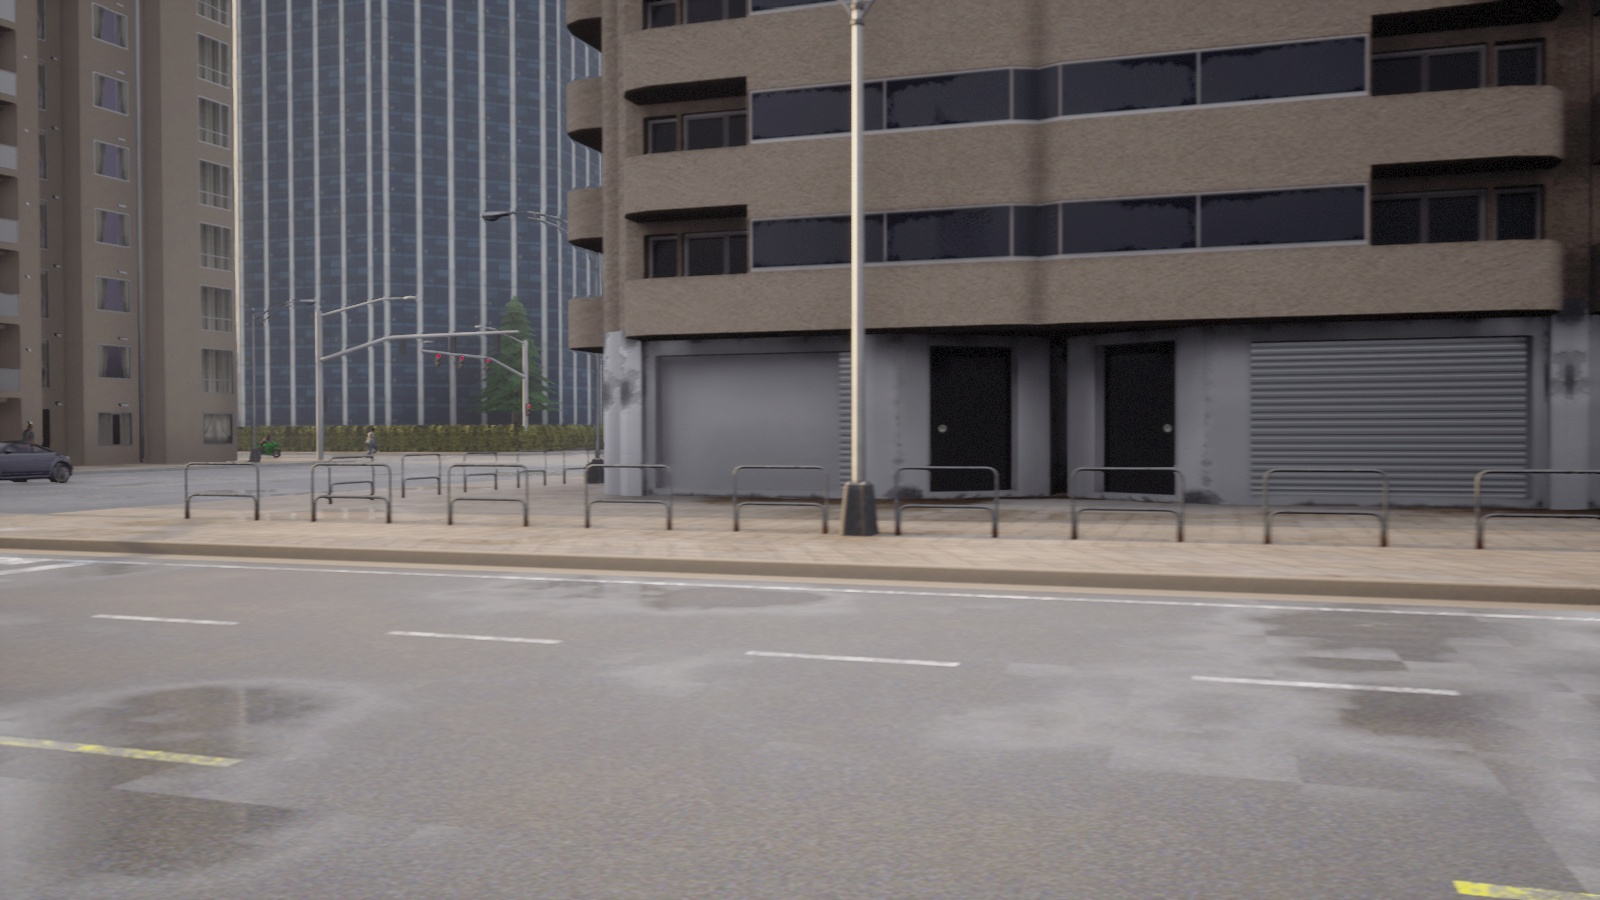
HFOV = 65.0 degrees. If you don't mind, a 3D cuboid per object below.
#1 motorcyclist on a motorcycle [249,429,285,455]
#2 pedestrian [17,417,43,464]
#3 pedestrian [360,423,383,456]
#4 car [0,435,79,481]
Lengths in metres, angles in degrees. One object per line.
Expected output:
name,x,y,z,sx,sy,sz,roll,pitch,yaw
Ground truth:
motorcyclist on a motorcycle,-32.730,-0.494,77.091,2.044,1.523,0.797,1,1,18
pedestrian,-30.898,-0.382,50.373,0.540,1.848,0.694,0,1,17
pedestrian,-24.596,-0.597,72.141,0.874,1.855,0.900,1,1,33
car,-25.069,0.224,39.210,1.994,1.385,4.181,1,1,18
